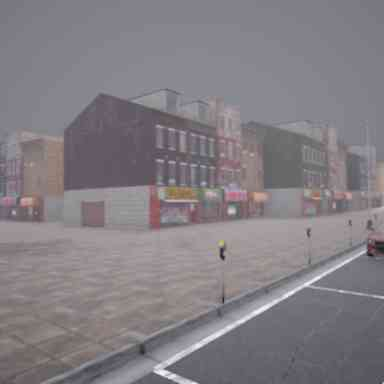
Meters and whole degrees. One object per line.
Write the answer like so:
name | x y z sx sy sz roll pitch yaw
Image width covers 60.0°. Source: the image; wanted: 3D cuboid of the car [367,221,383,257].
car | 8.266 1.765 13.253 1.887 1.381 4.507 -1 -1 39
